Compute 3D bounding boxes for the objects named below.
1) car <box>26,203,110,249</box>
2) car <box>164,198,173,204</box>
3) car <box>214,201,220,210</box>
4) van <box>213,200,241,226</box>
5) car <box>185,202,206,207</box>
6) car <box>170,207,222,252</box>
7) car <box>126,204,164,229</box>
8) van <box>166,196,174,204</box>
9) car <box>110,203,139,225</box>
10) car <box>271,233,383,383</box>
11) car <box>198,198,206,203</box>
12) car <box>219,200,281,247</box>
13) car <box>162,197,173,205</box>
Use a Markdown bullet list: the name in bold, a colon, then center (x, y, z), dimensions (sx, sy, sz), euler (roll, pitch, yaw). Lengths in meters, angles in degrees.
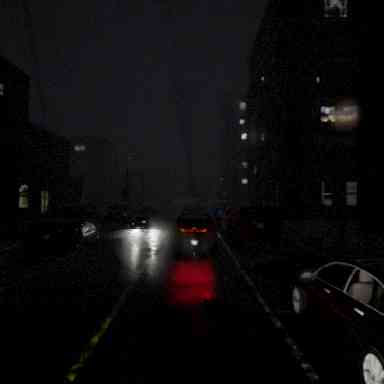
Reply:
- **car**: center (-5.683, 1.450, 15.506), dimensions (2.192, 1.841, 5.009), euler (1, 0, 0)
- **car**: center (-5.743, 2.237, 80.768), dimensions (1.887, 1.381, 4.507), euler (1, 0, 0)
- **car**: center (2.689, 1.622, 20.912), dimensions (1.967, 1.590, 4.097), euler (1, 0, 0)
- **van**: center (2.687, 1.569, 26.320), dimensions (1.690, 1.788, 3.998), euler (1, 0, 0)
- **car**: center (0.071, 1.860, 29.963), dimensions (1.895, 1.301, 4.718), euler (0, 0, 0)
- **car**: center (0.083, 1.630, 14.595), dimensions (1.837, 1.490, 4.892), euler (0, -1, 0)
- **car**: center (-3.115, 1.767, 23.519), dimensions (1.994, 1.385, 4.181), euler (0, 0, 0)
- **van**: center (-5.744, 2.082, 86.457), dimensions (1.690, 1.788, 3.998), euler (1, 0, 0)
- **car**: center (-5.695, 1.668, 26.320), dimensions (1.967, 1.590, 4.097), euler (1, 0, 0)
- **car**: center (2.702, 1.593, 4.690), dimensions (2.008, 1.369, 4.403), euler (1, 0, 0)
- **car**: center (2.634, 2.182, 86.524), dimensions (1.967, 1.590, 4.097), euler (1, 0, 0)
- **car**: center (2.696, 1.450, 15.506), dimensions (2.192, 1.841, 5.009), euler (1, 0, 0)
- **car**: center (-5.815, 2.189, 75.087), dimensions (1.887, 1.381, 4.507), euler (1, 0, 0)
